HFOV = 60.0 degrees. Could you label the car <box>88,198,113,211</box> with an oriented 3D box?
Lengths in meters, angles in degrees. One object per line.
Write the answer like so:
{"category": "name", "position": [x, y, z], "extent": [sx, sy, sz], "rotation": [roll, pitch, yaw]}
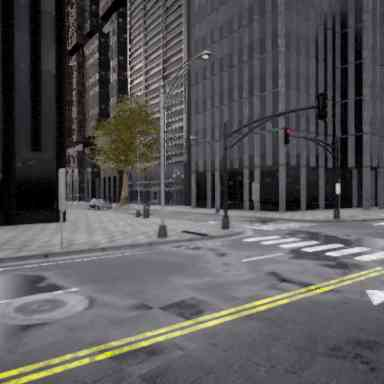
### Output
{"category": "car", "position": [-12.687, 1.665, 45.994], "extent": [2.097, 1.767, 4.553], "rotation": [0, 0, -35]}
